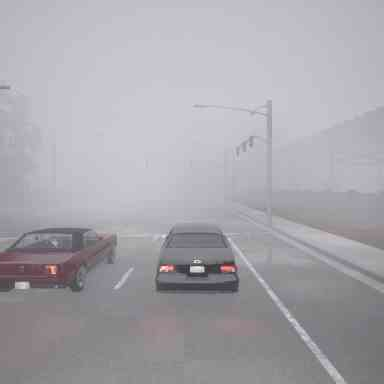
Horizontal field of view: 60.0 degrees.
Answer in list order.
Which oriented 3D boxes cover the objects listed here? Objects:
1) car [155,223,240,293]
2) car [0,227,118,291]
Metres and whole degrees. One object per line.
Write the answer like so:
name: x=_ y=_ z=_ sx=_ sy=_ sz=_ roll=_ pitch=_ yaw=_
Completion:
car: x=0.104 y=1.547 z=8.978 sx=2.033 sy=1.411 sz=5.357 roll=0 pitch=0 yaw=0
car: x=-3.386 y=1.597 z=8.929 sx=1.895 sy=1.301 sz=4.718 roll=0 pitch=0 yaw=1
